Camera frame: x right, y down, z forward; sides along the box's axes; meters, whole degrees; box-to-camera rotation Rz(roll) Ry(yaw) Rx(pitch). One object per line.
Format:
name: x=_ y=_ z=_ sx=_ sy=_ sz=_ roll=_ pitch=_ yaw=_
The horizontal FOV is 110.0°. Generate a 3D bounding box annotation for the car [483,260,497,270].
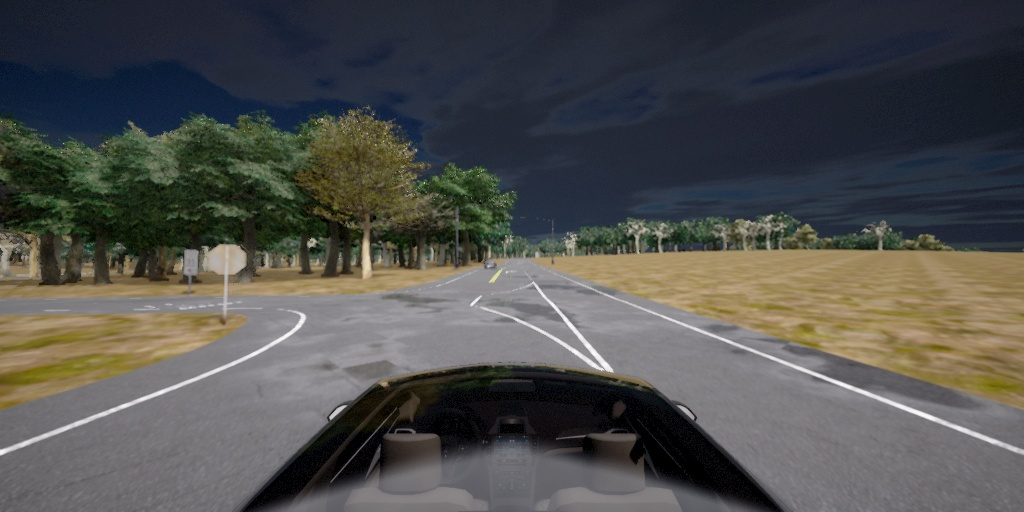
car: x=-3.450 y=1.428 z=57.004 sx=2.128 sy=1.511 sz=4.902 roll=0 pitch=0 yaw=1
